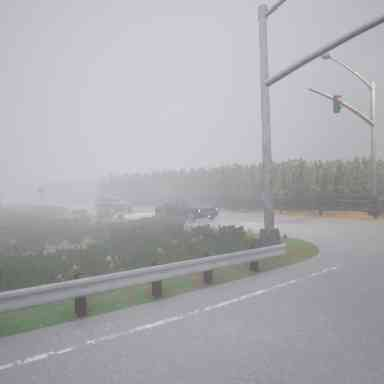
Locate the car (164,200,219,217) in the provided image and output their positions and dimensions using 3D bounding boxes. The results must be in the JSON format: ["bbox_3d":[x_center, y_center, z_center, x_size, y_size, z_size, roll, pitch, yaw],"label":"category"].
[{"bbox_3d":[-0.404,1.185,21.994,1.895,1.301,4.718,-3,2,-41],"label":"car"}]

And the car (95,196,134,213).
[{"bbox_3d":[-7.070,1.128,29.795,1.837,1.490,4.892,-3,2,-40],"label":"car"}]
